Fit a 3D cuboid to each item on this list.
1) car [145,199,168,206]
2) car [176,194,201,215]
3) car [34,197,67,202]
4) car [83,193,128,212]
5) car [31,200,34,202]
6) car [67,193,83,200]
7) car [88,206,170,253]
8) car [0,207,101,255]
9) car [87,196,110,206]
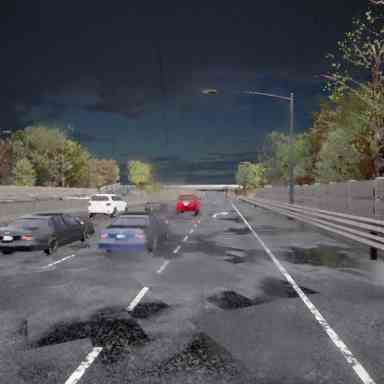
[{"bbox_3d":[-3.696,1.492,35.136,2.128,1.511,4.902,0,0,5],"label":"car"},{"bbox_3d":[-0.302,1.225,33.818,2.150,2.045,5.566,0,0,5],"label":"car"},{"bbox_3d":[-23.143,1.508,54.747,2.128,1.511,4.902,0,0,6],"label":"car"},{"bbox_3d":[-7.632,1.221,30.606,2.150,2.045,5.566,0,0,5],"label":"car"},{"bbox_3d":[-26.251,1.571,58.712,2.033,1.411,5.357,0,0,6],"label":"car"},{"bbox_3d":[-19.490,1.242,56.244,2.150,2.045,5.566,0,0,6],"label":"car"},{"bbox_3d":[-2.163,1.546,13.730,2.033,1.411,5.357,0,0,5],"label":"car"},{"bbox_3d":[-5.731,1.547,13.310,2.033,1.411,5.357,0,0,5],"label":"car"},{"bbox_3d":[-15.932,1.512,56.704,2.128,1.511,4.902,0,0,6],"label":"car"}]
